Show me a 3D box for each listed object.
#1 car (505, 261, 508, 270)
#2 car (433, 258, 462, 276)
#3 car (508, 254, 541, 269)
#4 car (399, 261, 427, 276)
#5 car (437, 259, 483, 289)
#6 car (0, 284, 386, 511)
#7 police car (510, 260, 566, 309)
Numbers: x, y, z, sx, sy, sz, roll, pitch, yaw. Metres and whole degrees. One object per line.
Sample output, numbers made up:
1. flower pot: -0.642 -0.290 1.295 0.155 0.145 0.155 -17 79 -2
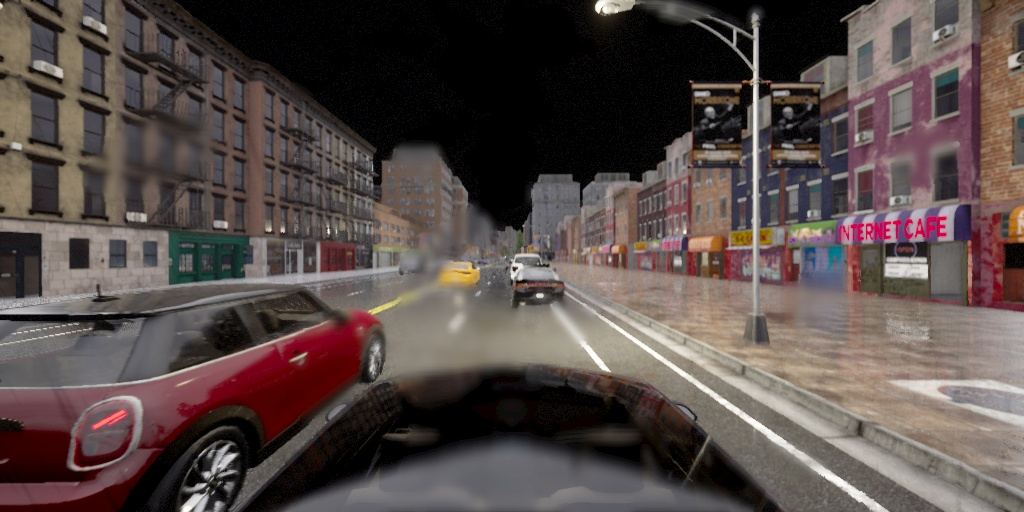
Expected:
1. car: 0.019 1.250 50.667 2.033 1.411 5.357 0 0 0
2. car: -6.593 1.158 35.901 1.882 1.535 5.008 0 0 0
3. car: 0.977 0.900 24.618 2.150 2.045 5.566 0 0 0
4. car: -9.844 1.206 35.916 1.812 1.442 4.674 0 0 0
5. car: -3.150 1.156 22.625 1.882 1.535 5.008 0 0 0
6. car: -3.153 1.094 4.169 2.097 1.767 4.553 0 0 0
7. police car: 0.976 1.128 14.697 1.930 1.638 5.238 0 0 0
